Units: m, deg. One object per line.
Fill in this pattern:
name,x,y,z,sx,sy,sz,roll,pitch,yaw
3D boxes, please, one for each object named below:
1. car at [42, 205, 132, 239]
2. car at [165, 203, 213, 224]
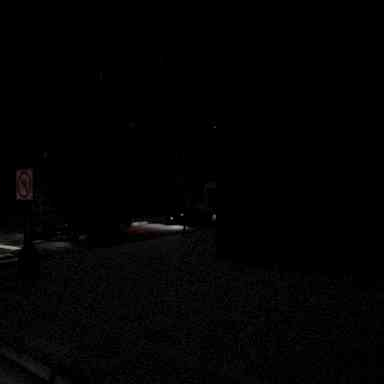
car,-5.459,1.516,17.892,1.882,1.535,5.008,0,0,35
car,-0.080,1.582,25.443,1.812,1.442,4.674,0,0,35
